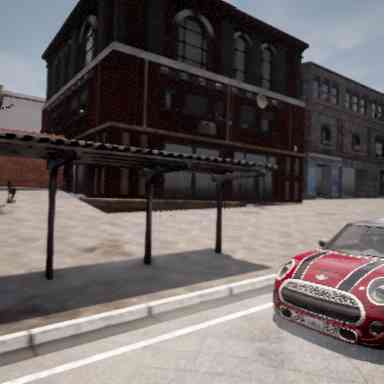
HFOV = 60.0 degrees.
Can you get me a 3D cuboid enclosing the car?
[{"bbox_3d":[3.604,1.320,6.206,4.553,1.767,2.097,0,0,-36],"label":"car"}]
